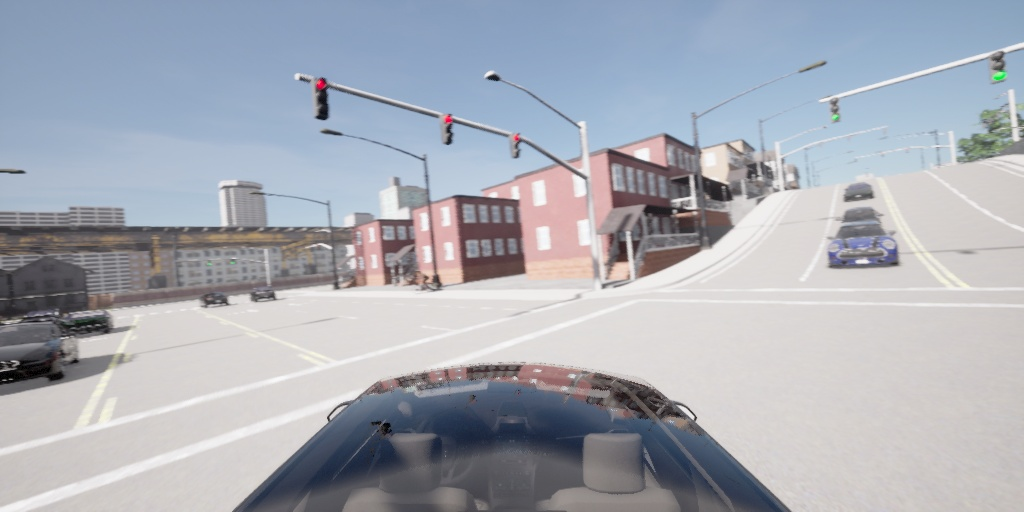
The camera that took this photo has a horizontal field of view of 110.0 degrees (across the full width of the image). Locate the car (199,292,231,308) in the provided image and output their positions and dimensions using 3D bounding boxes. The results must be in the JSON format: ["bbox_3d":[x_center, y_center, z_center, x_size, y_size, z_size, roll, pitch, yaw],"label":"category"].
[{"bbox_3d":[-30.147,4.378,36.274,4.674,1.442,1.812,-6,-1,43],"label":"car"}]

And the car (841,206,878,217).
[{"bbox_3d":[21.925,-2.240,22.616,1.837,1.490,4.892,-6,9,45],"label":"car"}]

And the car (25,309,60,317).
[{"bbox_3d":[-36.674,4.957,28.092,4.902,1.511,2.128,-6,-1,45],"label":"car"}]

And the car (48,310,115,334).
[{"bbox_3d":[-23.563,3.718,19.862,4.718,1.301,1.895,-6,0,45],"label":"car"}]

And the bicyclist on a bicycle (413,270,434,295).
[{"bbox_3d":[-6.160,1.789,24.701,0.582,1.620,1.656,-6,0,45],"label":"bicyclist on a bicycle"}]

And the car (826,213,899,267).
[{"bbox_3d":[15.279,-0.659,15.737,2.097,1.767,4.553,-6,4,45],"label":"car"}]

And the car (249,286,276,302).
[{"bbox_3d":[-26.290,3.985,37.811,2.128,1.511,4.902,-5,0,-42],"label":"car"}]

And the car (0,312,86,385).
[{"bbox_3d":[-13.276,2.573,9.620,4.892,1.490,1.837,-6,0,44],"label":"car"}]

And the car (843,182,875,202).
[{"bbox_3d":[31.808,-5.993,32.966,1.994,1.385,4.181,-6,12,45],"label":"car"}]
